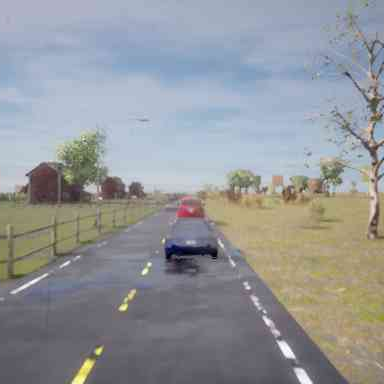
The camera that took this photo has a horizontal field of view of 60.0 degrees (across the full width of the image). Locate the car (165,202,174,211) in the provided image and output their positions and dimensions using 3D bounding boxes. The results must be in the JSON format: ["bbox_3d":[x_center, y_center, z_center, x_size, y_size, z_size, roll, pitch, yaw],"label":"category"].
[{"bbox_3d":[-2.897,2.095,48.799,1.895,1.301,4.718,0,-1,0],"label":"car"}]

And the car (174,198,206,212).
[{"bbox_3d":[-0.055,1.515,27.597,2.150,2.045,5.566,0,0,0],"label":"car"}]

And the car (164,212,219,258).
[{"bbox_3d":[-0.008,1.709,13.396,1.994,1.385,4.181,0,-1,0],"label":"car"}]
